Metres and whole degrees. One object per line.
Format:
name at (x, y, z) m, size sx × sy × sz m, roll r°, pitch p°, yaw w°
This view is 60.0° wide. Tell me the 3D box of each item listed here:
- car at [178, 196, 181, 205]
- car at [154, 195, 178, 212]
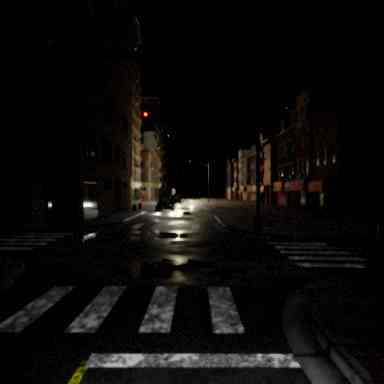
car at (-2.748, 1.295, 54.277) m, size 1.812 × 1.442 × 4.674 m, roll 0°, pitch 0°, yaw 1°
car at (-2.806, 1.308, 35.222) m, size 1.812 × 1.442 × 4.674 m, roll 0°, pitch 0°, yaw 0°
